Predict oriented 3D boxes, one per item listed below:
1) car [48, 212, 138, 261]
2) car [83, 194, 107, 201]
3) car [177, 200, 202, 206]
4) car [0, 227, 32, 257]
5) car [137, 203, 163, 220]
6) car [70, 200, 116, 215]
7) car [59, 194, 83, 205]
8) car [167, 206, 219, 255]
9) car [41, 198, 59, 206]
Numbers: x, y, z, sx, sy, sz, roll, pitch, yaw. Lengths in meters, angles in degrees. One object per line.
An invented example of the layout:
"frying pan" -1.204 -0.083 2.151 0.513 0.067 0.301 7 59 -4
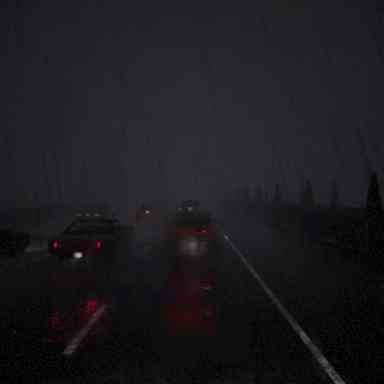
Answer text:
"car" -3.451 1.634 12.333 1.895 1.301 4.718 0 0 0
"car" -15.013 1.360 52.745 2.150 2.045 5.566 0 0 -1
"car" -0.195 1.427 28.648 2.097 1.767 4.553 0 0 -1
"car" -6.963 1.574 10.039 2.033 1.411 5.357 0 0 1
"car" -3.710 1.642 29.451 1.994 1.385 4.181 0 0 -1
"car" -7.127 1.614 25.121 2.033 1.411 5.357 0 0 -1
"car" -18.506 1.358 52.487 2.150 2.045 5.566 0 0 -1
"car" 0.048 1.541 13.494 1.837 1.490 4.892 0 0 0
"car" -22.000 1.614 52.217 1.882 1.535 5.008 0 0 -1
